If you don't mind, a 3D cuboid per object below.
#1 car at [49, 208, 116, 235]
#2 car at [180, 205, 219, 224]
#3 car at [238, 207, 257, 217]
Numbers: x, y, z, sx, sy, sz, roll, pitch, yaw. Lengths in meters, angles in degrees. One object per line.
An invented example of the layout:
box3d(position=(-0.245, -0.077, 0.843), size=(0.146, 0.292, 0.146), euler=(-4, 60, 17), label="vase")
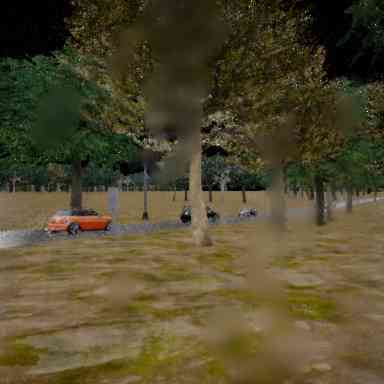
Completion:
box3d(position=(-7.482, 1.971, 23.203), size=(2.097, 1.767, 4.553), euler=(-2, -3, 33), label="car")
box3d(position=(0.901, 2.404, 36.233), size=(2.150, 2.045, 5.566), euler=(-2, -3, 33), label="car")
box3d(position=(9.414, 3.357, 55.919), size=(2.128, 1.511, 4.902), euler=(-2, -2, 33), label="car")
